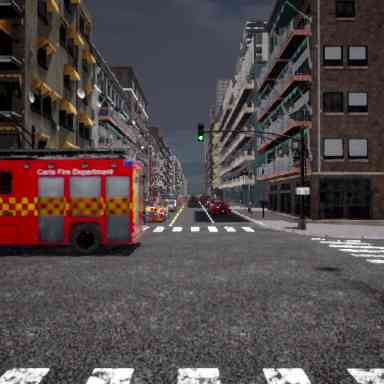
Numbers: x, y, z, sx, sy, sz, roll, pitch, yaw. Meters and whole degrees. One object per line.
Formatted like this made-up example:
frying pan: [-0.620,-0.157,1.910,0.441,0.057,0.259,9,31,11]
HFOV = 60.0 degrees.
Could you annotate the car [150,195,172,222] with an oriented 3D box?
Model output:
car: [-3.024,1.358,26.556,2.097,1.767,4.553,0,0,0]

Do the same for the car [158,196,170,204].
car: [-5.511,1.571,65.118,2.008,1.369,4.403,1,0,0]

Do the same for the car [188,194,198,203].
car: [0.181,1.374,68.184,2.097,1.767,4.553,0,0,0]

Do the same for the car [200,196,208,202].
car: [2.914,1.595,81.652,1.947,1.339,4.313,1,0,0]

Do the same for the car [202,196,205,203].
car: [2.826,1.595,48.511,1.802,1.307,4.206,1,0,0]

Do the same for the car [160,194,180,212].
car: [-2.981,1.234,39.301,2.150,2.045,5.566,0,0,1]

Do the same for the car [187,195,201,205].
car: [0.155,1.522,57.792,1.837,1.490,4.892,0,0,0]

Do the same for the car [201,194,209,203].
car: [2.887,1.338,70.606,2.192,1.841,5.009,1,0,0]

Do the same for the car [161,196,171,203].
car: [-5.496,1.568,70.641,1.887,1.381,4.507,1,0,0]

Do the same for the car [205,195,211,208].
car: [2.798,1.450,37.464,1.967,1.590,4.097,1,0,0]

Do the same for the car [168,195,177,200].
car: [-5.438,1.587,92.734,2.008,1.369,4.403,1,0,0]

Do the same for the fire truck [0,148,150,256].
fire truck: [-6.197,0.323,13.094,8.468,3.827,2.891,0,0,0]

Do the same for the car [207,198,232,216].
car: [2.783,1.552,31.941,1.887,1.381,4.507,1,0,0]

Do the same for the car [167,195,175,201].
car: [-5.452,1.557,87.040,1.752,1.417,4.829,1,0,0]
